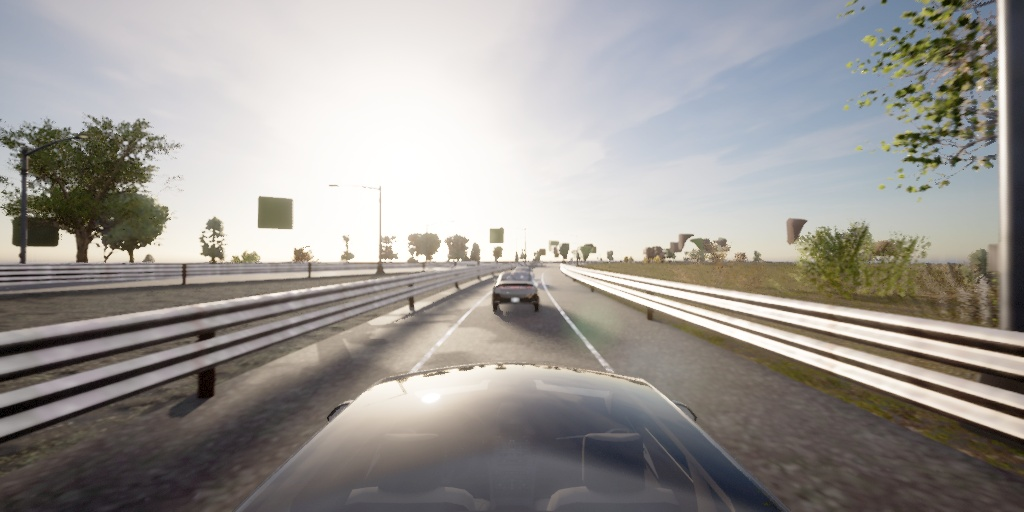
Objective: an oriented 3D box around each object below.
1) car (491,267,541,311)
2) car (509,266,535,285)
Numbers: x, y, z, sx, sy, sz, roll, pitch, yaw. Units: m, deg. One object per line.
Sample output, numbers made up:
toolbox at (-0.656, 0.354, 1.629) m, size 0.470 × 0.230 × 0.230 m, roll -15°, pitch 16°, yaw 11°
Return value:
car at (0.212, 1.384, 15.286) m, size 2.128 × 1.511 × 4.902 m, roll 0°, pitch 0°, yaw 2°
car at (0.901, 1.609, 30.138) m, size 1.994 × 1.385 × 4.181 m, roll 0°, pitch -1°, yaw 4°
